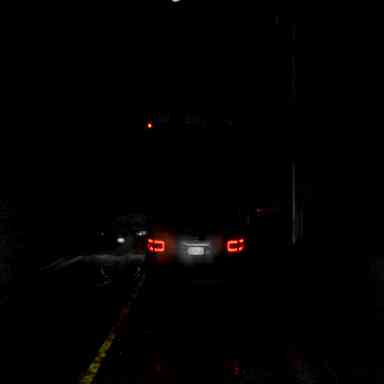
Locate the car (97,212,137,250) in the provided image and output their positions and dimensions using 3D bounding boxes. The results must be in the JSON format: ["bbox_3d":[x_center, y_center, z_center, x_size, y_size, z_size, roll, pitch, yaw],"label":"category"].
[{"bbox_3d":[-2.558,1.565,14.073,1.994,1.385,4.181,0,0,1],"label":"car"}]

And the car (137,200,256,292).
[{"bbox_3d":[0.079,1.222,9.066,2.150,2.045,5.566,0,0,0],"label":"car"}]

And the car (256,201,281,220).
[{"bbox_3d":[7.412,1.468,27.394,5.008,1.535,1.882,0,0,-10],"label":"car"}]
